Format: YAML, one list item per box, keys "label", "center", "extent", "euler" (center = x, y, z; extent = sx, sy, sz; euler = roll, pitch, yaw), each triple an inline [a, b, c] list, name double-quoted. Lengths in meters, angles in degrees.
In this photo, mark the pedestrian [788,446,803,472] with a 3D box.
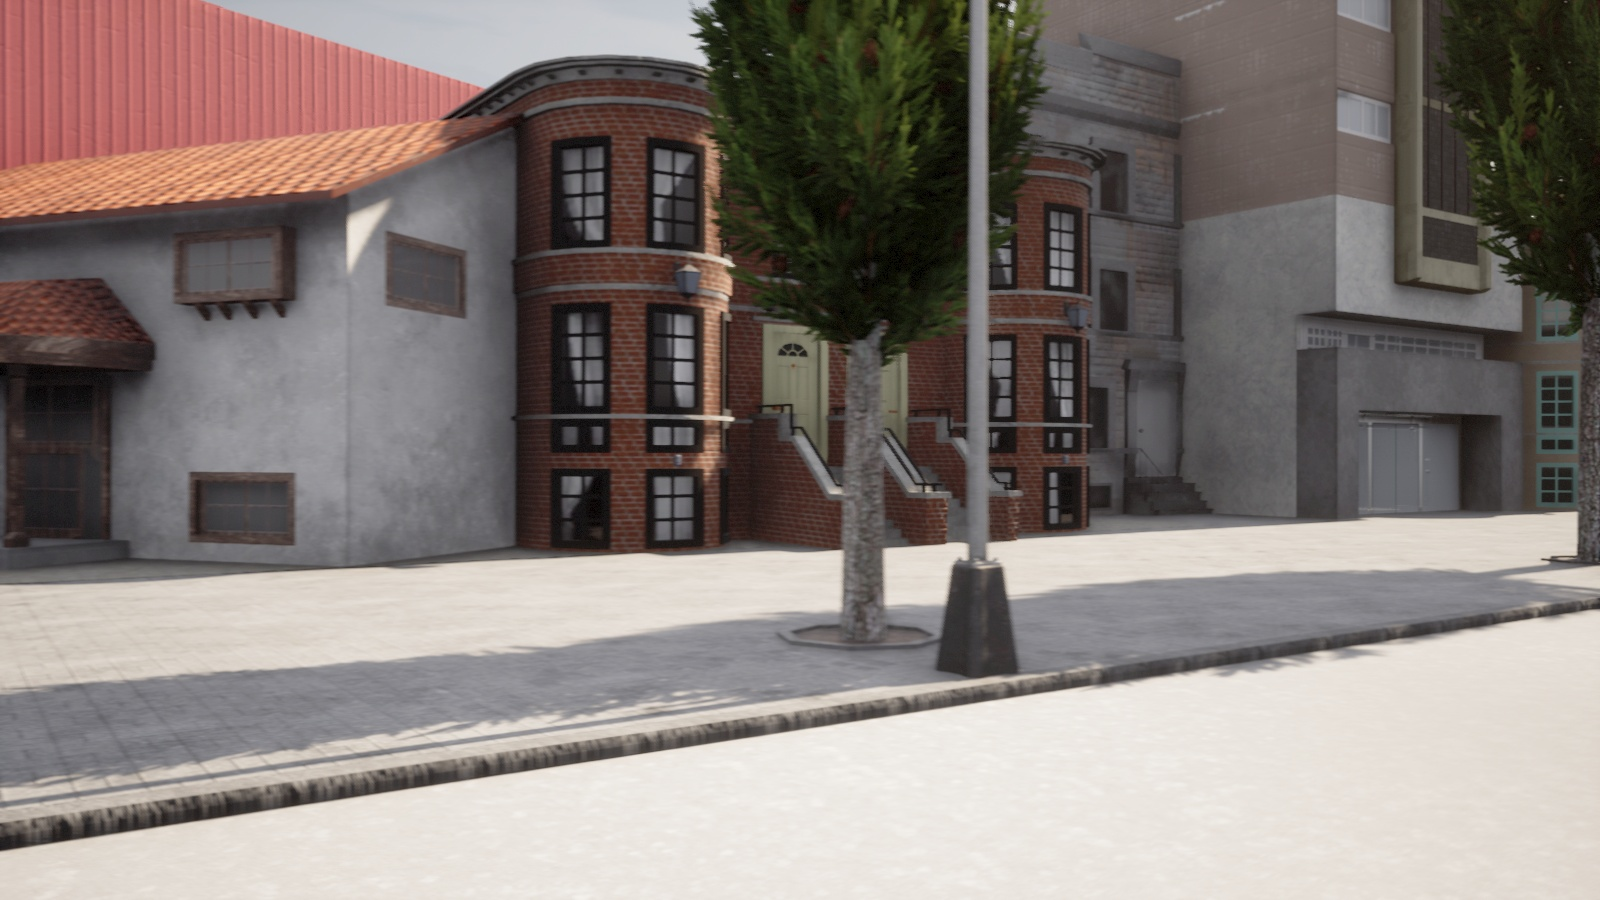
- label: "pedestrian"
  center: [-0.325, 0.686, 94.008]
  extent: [0.873, 1.952, 0.659]
  euler: [0, 0, 39]
